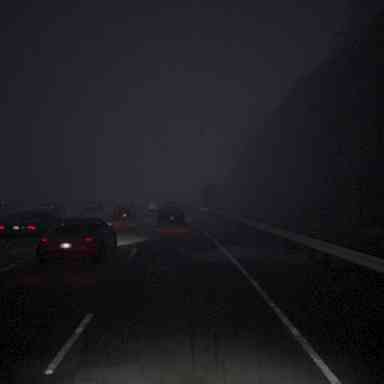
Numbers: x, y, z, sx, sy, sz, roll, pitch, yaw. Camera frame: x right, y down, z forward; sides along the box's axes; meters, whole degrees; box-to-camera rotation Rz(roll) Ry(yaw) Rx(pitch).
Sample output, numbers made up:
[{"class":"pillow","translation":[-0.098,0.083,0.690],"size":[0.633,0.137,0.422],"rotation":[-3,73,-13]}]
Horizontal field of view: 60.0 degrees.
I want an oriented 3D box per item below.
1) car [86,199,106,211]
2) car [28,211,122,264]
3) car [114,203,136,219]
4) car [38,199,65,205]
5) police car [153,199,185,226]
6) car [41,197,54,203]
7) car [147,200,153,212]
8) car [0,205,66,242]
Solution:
[{"class":"car","translation":[-11.189,1.607,38.862],"size":[2.128,1.511,4.902],"rotation":[0,0,-11]},{"class":"car","translation":[-3.944,1.601,12.046],"size":[1.994,1.385,4.181],"rotation":[0,0,-4]},{"class":"car","translation":[-6.001,1.686,30.136],"size":[1.895,1.301,4.718],"rotation":[0,0,-9]},{"class":"car","translation":[-13.418,1.593,31.845],"size":[2.128,1.511,4.902],"rotation":[0,0,-10]},{"class":"police car","translation":[-1.630,1.488,24.301],"size":[1.930,1.638,5.238],"rotation":[0,0,-7]},{"class":"car","translation":[-33.433,1.840,76.971],"size":[1.895,1.301,4.718],"rotation":[0,0,-12]},{"class":"car","translation":[-4.427,1.634,40.758],"size":[1.812,1.442,4.674],"rotation":[0,0,-11]},{"class":"car","translation":[-7.793,1.602,16.827],"size":[2.033,1.411,5.357],"rotation":[0,0,-5]}]
